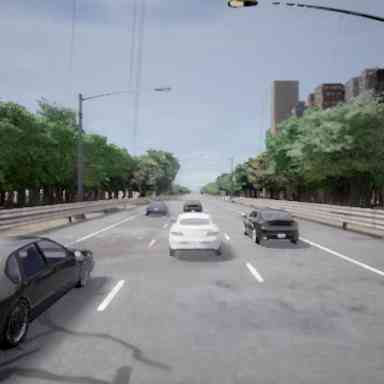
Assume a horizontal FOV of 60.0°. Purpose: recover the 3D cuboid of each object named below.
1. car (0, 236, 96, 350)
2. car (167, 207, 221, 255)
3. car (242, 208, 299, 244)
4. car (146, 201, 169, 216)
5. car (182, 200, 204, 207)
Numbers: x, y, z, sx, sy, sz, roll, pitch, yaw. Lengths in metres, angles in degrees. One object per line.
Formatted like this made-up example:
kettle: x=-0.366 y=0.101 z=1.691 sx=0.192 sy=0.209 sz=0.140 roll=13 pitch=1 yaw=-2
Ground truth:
car: x=-3.399 y=1.546 z=6.145 sx=2.033 sy=1.411 sz=5.357 roll=0 pitch=0 yaw=0
car: x=0.100 y=1.524 z=13.105 sx=1.812 sy=1.442 sz=4.674 roll=0 pitch=0 yaw=0
car: x=3.601 y=1.503 z=15.793 sx=1.837 sy=1.490 sz=4.892 roll=0 pitch=0 yaw=0
car: x=-3.398 y=1.574 z=33.316 sx=1.994 sy=1.385 sz=4.181 roll=0 pitch=0 yaw=0
car: x=0.102 y=1.514 z=32.840 sx=1.837 sy=1.490 sz=4.892 roll=0 pitch=0 yaw=0
